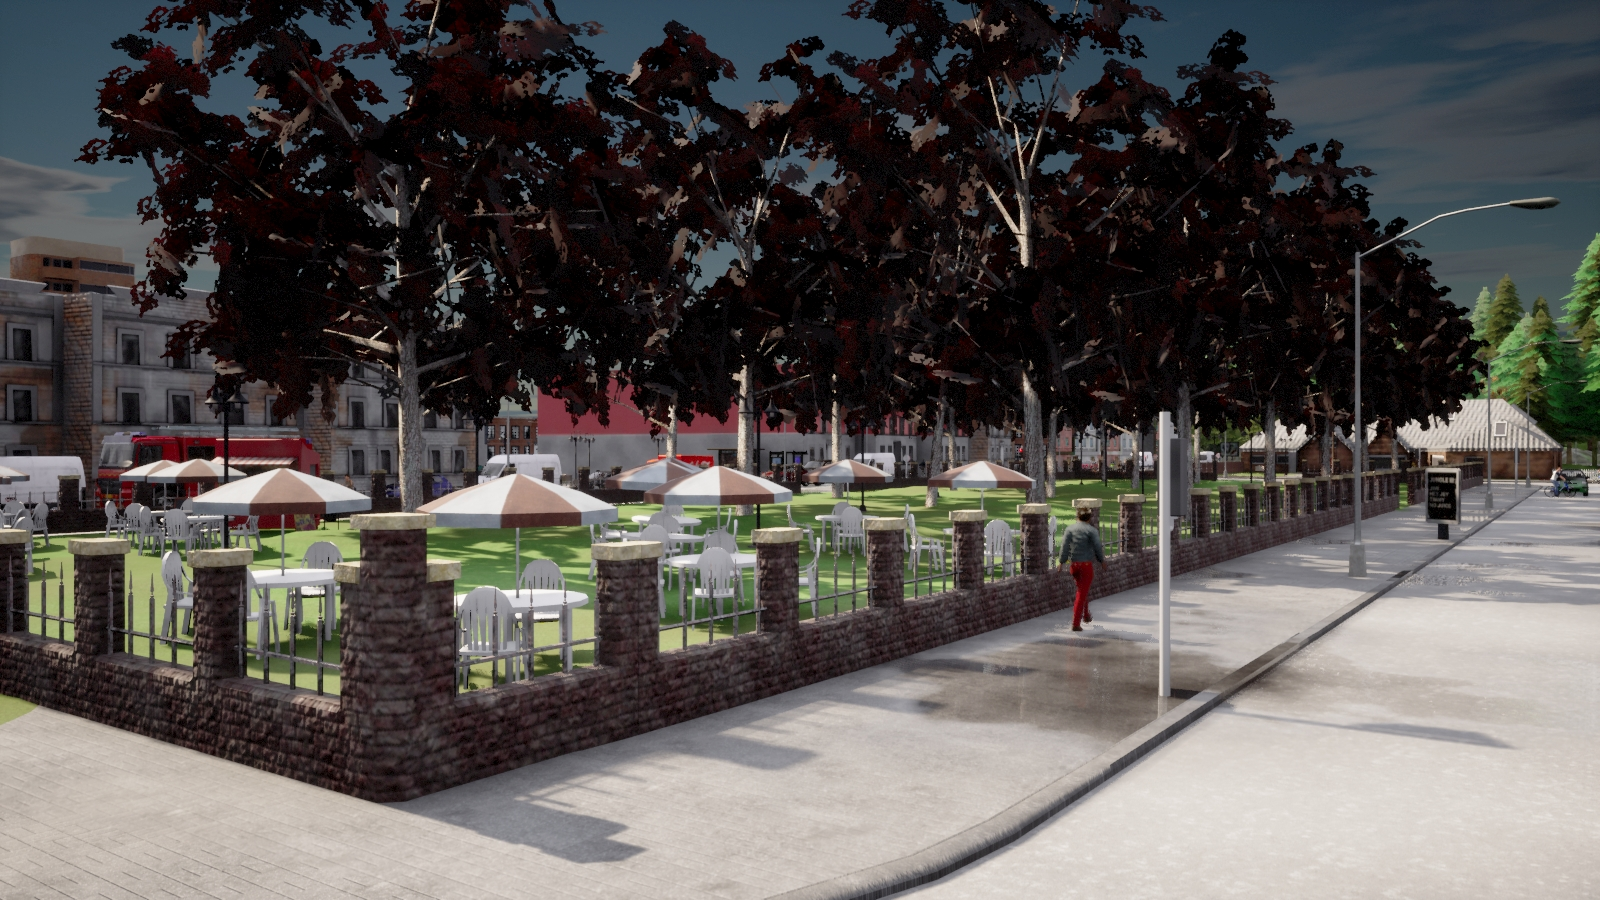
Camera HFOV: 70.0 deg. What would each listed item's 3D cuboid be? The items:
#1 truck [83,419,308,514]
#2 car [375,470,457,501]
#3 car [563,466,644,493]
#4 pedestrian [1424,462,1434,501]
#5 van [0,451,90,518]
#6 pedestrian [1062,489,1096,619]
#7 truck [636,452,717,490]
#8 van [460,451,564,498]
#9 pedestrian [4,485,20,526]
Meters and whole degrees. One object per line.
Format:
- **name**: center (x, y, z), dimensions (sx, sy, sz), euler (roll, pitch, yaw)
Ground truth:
- **truck**: center (-26.598, 0.670, 50.778), dimensions (2.891, 3.827, 8.468), euler (0, 0, 35)
- **car**: center (-20.045, 1.818, 59.739), dimensions (1.845, 1.501, 3.633), euler (0, 0, 35)
- **car**: center (-12.166, 1.814, 71.050), dimensions (2.097, 1.535, 5.006), euler (0, 0, 35)
- **pedestrian**: center (30.525, 1.525, 55.440), dimensions (0.375, 1.860, 0.375), euler (0, 0, 35)
- **van**: center (-31.021, 1.314, 44.007), dimensions (1.988, 2.561, 5.915), euler (0, 0, 35)
- **pedestrian**: center (4.105, 1.517, 16.797), dimensions (0.375, 1.860, 0.375), euler (0, 0, 37)
- **truck**: center (-8.233, 1.348, 76.671), dimensions (2.627, 2.467, 5.204), euler (0, 0, 35)
- **van**: center (-16.329, 1.314, 65.083), dimensions (1.988, 2.561, 5.915), euler (0, 0, 35)
- **pedestrian**: center (-25.561, 1.805, 37.061), dimensions (0.375, 1.300, 0.375), euler (0, 0, 43)
